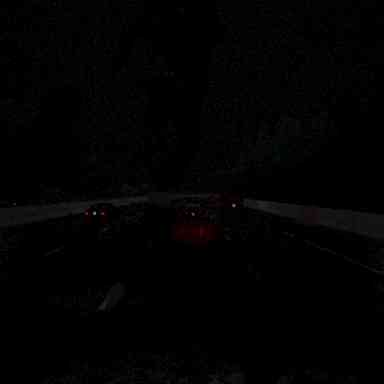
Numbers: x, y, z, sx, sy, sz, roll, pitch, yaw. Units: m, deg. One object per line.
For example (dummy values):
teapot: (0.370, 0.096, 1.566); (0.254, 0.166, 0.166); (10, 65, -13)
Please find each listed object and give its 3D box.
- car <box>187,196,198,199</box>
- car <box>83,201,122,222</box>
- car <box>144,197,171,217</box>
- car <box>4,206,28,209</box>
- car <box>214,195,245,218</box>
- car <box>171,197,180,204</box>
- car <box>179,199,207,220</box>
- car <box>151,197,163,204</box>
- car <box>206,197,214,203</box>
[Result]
car: (0.098, 1.580, 66.365); (2.128, 1.511, 4.902); (0, 0, 0)
car: (-6.948, 1.583, 26.286); (2.033, 1.411, 5.357); (0, 0, 0)
car: (-3.403, 1.521, 32.117); (1.882, 1.535, 5.008); (0, 0, 0)
car: (-24.555, 1.567, 46.754); (1.837, 1.490, 4.892); (0, 0, 0)
car: (3.590, 1.261, 31.154); (2.150, 2.045, 5.566); (0, 0, 0)
car: (-3.400, 1.652, 66.180); (1.994, 1.385, 4.181); (0, 0, 0)
car: (0.097, 1.564, 28.147); (1.812, 1.442, 4.674); (0, 0, 0)
car: (-6.901, 1.652, 65.863); (1.994, 1.385, 4.181); (0, 0, 0)
car: (3.597, 1.690, 66.533); (1.895, 1.301, 4.718); (0, 0, 0)
